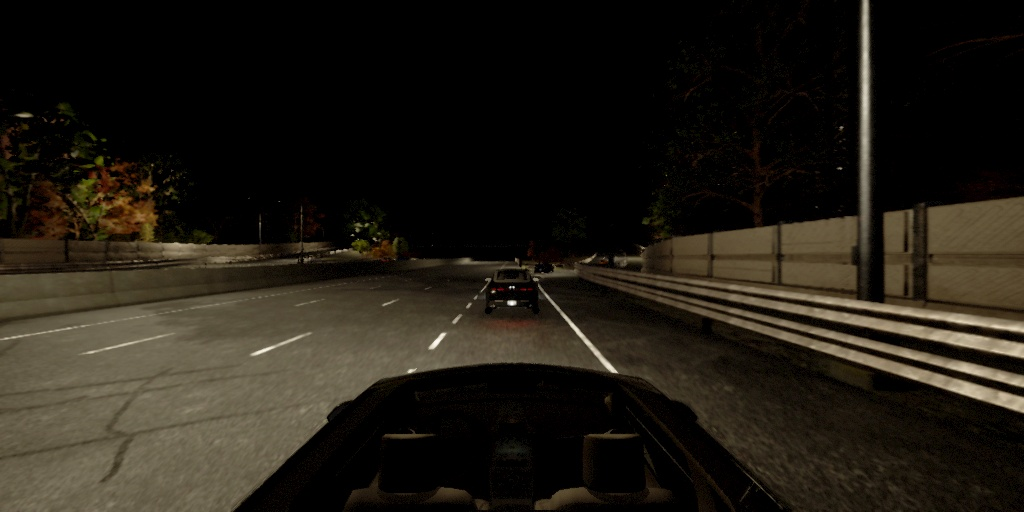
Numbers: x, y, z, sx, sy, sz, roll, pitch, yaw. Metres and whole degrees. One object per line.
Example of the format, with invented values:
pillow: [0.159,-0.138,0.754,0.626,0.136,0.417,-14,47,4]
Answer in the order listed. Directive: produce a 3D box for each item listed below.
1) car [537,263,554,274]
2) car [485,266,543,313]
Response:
car: [4.188,1.570,46.250,1.812,1.442,4.674,0,-1,17]
car: [0.003,1.266,14.005,1.837,1.490,4.892,0,0,0]
